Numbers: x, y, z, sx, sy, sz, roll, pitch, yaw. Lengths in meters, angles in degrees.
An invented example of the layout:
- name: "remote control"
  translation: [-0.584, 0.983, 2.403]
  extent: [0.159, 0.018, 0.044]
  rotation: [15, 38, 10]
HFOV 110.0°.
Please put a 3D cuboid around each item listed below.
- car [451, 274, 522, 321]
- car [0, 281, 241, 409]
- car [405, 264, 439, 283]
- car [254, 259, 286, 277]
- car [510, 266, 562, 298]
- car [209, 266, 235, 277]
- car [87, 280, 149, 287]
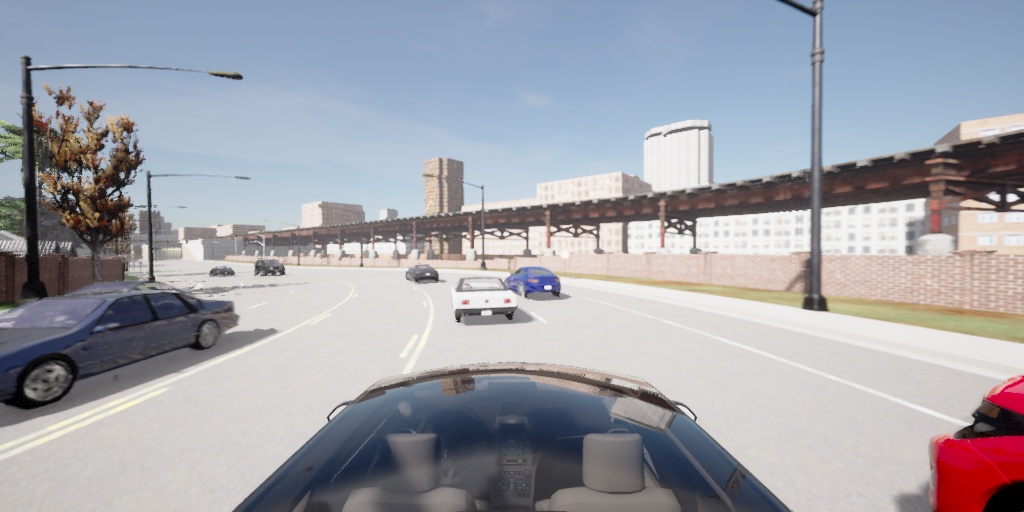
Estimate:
- name: "car"
  translation: [-1.163, 1.353, 12.526]
  extent: [1.895, 1.301, 4.718]
  rotation: [-1, 0, -11]
- name: "car"
  translation: [-7.404, 1.362, 6.459]
  extent: [2.033, 1.411, 5.357]
  rotation: [0, 0, -6]
- name: "car"
  translation: [-7.384, 1.371, 29.131]
  extent: [1.994, 1.385, 4.181]
  rotation: [-1, 0, -28]
- name: "car"
  translation: [-29.660, 1.426, 43.827]
  extent: [5.566, 2.045, 2.150]
  rotation: [-1, 0, 41]
- name: "car"
  translation: [0.975, 1.242, 18.161]
  extent: [1.812, 1.442, 4.674]
  rotation: [-1, 0, -16]
- name: "car"
  translation: [-36.299, 1.907, 44.892]
  extent: [4.181, 1.385, 1.994]
  rotation: [-1, 1, 41]
- name: "car"
  translation: [-11.737, 1.436, 10.764]
  extent: [1.994, 1.385, 4.181]
  rotation: [-1, 0, -13]
